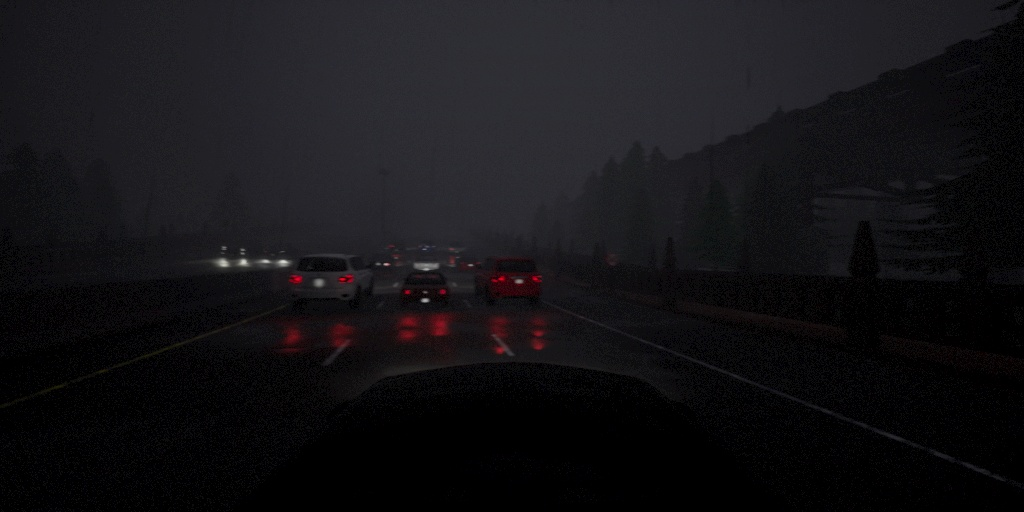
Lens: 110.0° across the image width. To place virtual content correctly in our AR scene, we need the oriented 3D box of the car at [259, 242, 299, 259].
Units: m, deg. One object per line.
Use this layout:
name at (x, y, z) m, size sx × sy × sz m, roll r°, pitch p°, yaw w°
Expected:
car at (-22.856, -0.648, 35.766) m, size 1.812 × 1.442 × 4.674 m, roll 1°, pitch 6°, yaw -13°

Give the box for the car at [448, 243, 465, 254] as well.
car at (-7.170, -1.048, 45.628) m, size 1.895 × 1.301 × 4.718 m, roll 1°, pitch 7°, yaw -13°

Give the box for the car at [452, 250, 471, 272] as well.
car at (-3.816, 0.550, 31.181) m, size 1.994 × 1.385 × 4.181 m, roll 1°, pitch 5°, yaw -13°

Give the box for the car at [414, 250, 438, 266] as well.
car at (-7.192, 0.549, 30.229) m, size 1.895 × 1.301 × 4.718 m, roll 1°, pitch 5°, yaw -13°

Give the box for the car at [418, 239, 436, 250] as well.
car at (-10.555, -1.339, 44.749) m, size 2.097 × 1.767 × 4.553 m, roll 1°, pitch 7°, yaw -13°

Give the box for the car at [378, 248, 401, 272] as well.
car at (-10.572, 0.454, 29.314) m, size 2.033 × 1.411 × 5.357 m, roll 1°, pitch 5°, yaw -13°

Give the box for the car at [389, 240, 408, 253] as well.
car at (-13.976, -1.238, 43.999) m, size 1.837 × 1.490 × 4.892 m, roll 1°, pitch 7°, yaw -13°

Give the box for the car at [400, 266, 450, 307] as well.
car at (-3.783, 1.336, 15.694) m, size 1.895 × 1.301 × 4.718 m, roll 1°, pitch 1°, yaw -13°

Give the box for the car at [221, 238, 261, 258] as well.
car at (-26.316, -0.906, 35.216) m, size 2.097 × 1.767 × 4.553 m, roll 1°, pitch 7°, yaw -13°

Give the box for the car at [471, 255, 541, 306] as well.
car at (-0.348, 1.004, 16.397) m, size 2.150 × 2.045 × 5.566 m, roll 1°, pitch 1°, yaw -13°

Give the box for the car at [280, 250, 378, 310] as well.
car at (-7.153, 0.902, 14.757) m, size 2.150 × 2.045 × 5.566 m, roll 1°, pitch 1°, yaw -13°
